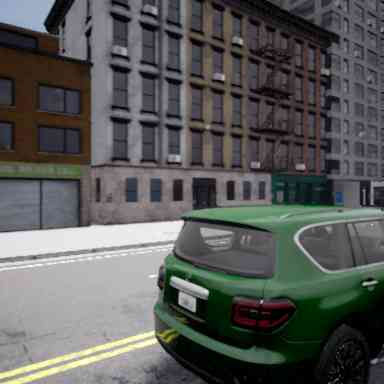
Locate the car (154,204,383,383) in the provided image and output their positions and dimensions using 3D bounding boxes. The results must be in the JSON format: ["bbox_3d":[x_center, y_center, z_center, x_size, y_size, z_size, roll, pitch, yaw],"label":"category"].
[{"bbox_3d":[2.135,1.205,4.960,5.566,2.045,2.150,0,0,-35],"label":"car"}]
